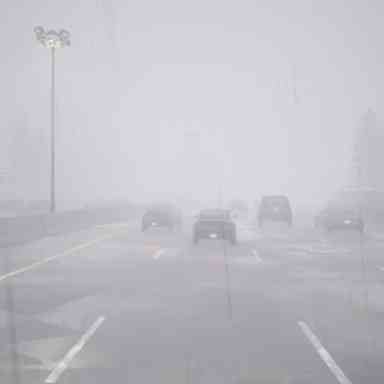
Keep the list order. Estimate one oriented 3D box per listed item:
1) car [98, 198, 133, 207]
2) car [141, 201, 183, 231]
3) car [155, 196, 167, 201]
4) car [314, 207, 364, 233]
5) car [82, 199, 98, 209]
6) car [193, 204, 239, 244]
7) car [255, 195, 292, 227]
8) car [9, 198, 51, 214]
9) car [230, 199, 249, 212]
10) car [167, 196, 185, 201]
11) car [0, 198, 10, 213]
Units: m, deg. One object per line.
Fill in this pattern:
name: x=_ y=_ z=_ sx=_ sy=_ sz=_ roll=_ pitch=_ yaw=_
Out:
car: x=-8.800 y=1.503 z=40.031 sx=2.128 sy=1.511 sz=4.902 roll=0 pitch=0 yaw=15
car: x=-1.765 y=1.517 z=20.790 sx=1.837 sy=1.490 sz=4.892 roll=0 pitch=0 yaw=8
car: x=-6.768 y=1.560 z=75.856 sx=1.994 sy=1.385 sz=4.181 roll=0 pitch=0 yaw=26
car: x=8.747 y=1.602 z=20.102 sx=1.994 sy=1.385 sz=4.181 roll=0 pitch=0 yaw=8
car: x=-11.823 y=1.552 z=42.472 sx=2.033 sy=1.411 sz=5.357 roll=0 pitch=0 yaw=15
car: x=1.121 y=1.520 z=15.817 sx=1.837 sy=1.490 sz=4.892 roll=0 pitch=0 yaw=6
car: x=5.723 y=1.255 z=23.561 sx=2.150 sy=2.045 sz=5.566 roll=0 pitch=0 yaw=9
car: x=-16.942 y=1.491 z=36.041 sx=1.837 sy=1.490 sz=4.892 roll=0 pitch=0 yaw=13
car: x=5.504 y=1.550 z=38.677 sx=1.837 sy=1.490 sz=4.892 roll=0 pitch=0 yaw=15
car: x=-3.085 y=1.554 z=75.400 sx=1.812 sy=1.442 sz=4.674 roll=0 pitch=0 yaw=26
car: x=-20.351 y=1.483 z=36.818 sx=1.837 sy=1.490 sz=4.892 roll=0 pitch=0 yaw=13
